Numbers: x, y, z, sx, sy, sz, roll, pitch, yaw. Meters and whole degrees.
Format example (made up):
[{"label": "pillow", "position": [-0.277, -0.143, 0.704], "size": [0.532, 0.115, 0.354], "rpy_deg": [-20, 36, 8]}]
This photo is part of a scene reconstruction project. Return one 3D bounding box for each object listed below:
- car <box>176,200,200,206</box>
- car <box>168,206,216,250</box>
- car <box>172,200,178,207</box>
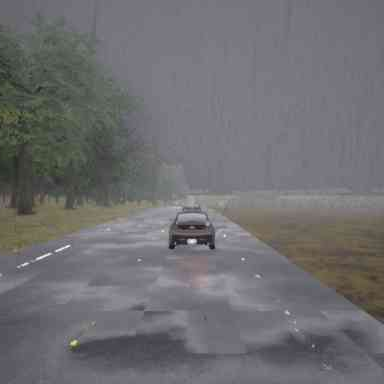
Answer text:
[{"label": "car", "position": [0.000, 1.696, 29.658], "size": [2.128, 1.511, 4.902], "rpy_deg": [0, -1, 0]}, {"label": "car", "position": [0.000, 1.578, 14.656], "size": [1.837, 1.490, 4.892], "rpy_deg": [0, 0, 0]}, {"label": "car", "position": [-3.500, 2.676, 76.718], "size": [2.128, 1.511, 4.902], "rpy_deg": [0, -2, 0]}]
